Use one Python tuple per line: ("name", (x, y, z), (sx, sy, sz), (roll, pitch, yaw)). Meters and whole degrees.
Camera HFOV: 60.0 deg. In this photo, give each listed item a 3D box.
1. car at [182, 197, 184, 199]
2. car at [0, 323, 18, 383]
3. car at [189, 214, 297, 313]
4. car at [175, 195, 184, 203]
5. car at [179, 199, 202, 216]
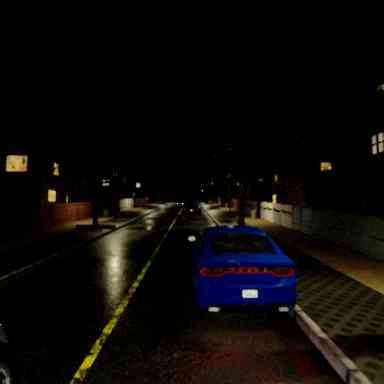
("car", (-0.060, 1.770, 44.473), (1.837, 1.490, 4.892), (0, 0, 0))
("car", (-2.753, 1.574, 1.663), (1.994, 1.385, 4.181), (0, 0, 0))
("car", (0.943, 1.524, 7.898), (1.882, 1.535, 5.008), (0, 0, 0))
("car", (-2.970, 1.706, 82.977), (2.150, 2.045, 5.566), (0, 0, 0))
("car", (-0.023, 1.769, 34.592), (1.994, 1.385, 4.181), (0, 0, 1))
